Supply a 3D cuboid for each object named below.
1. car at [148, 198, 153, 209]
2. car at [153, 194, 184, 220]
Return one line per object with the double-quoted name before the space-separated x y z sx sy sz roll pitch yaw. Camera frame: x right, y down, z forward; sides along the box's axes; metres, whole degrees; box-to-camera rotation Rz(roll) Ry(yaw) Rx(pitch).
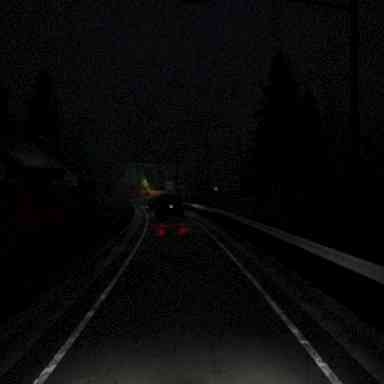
"car" -4.742 1.511 44.444 1.994 1.385 4.181 0 0 -11
"car" -1.920 1.190 27.881 2.150 2.045 5.566 0 0 -7
